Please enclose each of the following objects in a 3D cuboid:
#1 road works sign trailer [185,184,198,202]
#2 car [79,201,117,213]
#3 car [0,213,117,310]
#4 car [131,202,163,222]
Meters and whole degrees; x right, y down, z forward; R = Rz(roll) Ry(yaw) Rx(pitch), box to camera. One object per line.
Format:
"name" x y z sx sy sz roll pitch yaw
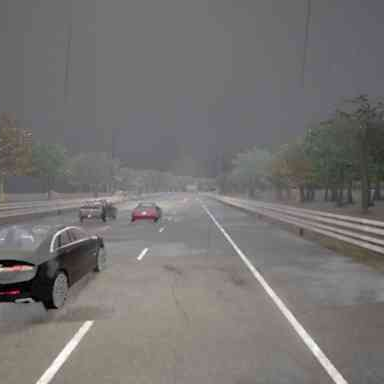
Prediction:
"road works sign trailer" -0.021 0.226 65.592 2.380 3.560 2.880 0 0 0
"car" -6.909 1.410 24.835 2.128 1.511 4.902 0 0 0
"car" -3.404 1.467 7.721 2.128 1.511 4.902 0 0 0
"car" -3.406 1.479 25.695 1.994 1.385 4.181 0 0 0
